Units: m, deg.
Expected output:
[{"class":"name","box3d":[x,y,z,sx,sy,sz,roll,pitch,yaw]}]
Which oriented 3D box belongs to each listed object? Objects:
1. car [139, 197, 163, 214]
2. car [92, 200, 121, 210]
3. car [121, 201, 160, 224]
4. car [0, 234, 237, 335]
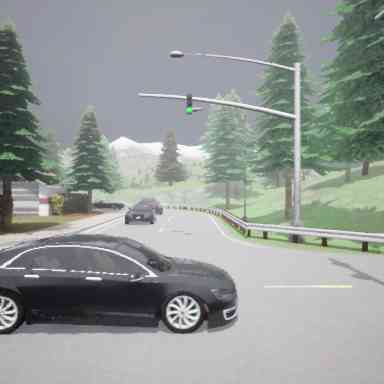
[{"class":"car","box3d":[-4.465,1.372,34.474,2.097,1.767,4.553,0,0,-19]},{"class":"car","box3d":[-10.961,1.632,42.277,4.718,1.301,1.895,0,0,15]},{"class":"car","box3d":[-3.729,1.578,24.675,1.994,1.385,4.181,0,0,-2]},{"class":"car","box3d":[-1.618,1.583,6.134,4.892,1.490,1.837,1,0,-1]}]
